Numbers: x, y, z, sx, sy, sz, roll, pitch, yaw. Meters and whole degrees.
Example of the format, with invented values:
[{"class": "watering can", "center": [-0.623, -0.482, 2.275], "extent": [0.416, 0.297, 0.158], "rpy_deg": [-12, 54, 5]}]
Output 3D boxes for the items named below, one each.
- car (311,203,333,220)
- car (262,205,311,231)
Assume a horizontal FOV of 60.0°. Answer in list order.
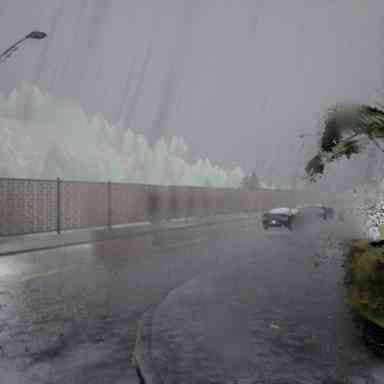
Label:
[{"class": "car", "center": [12.538, 1.853, 32.557], "extent": [2.128, 1.511, 4.902], "rpy_deg": [-1, -1, 32]}, {"class": "car", "center": [6.449, 1.745, 22.981], "extent": [1.882, 1.535, 5.008], "rpy_deg": [-1, -1, 33]}]
